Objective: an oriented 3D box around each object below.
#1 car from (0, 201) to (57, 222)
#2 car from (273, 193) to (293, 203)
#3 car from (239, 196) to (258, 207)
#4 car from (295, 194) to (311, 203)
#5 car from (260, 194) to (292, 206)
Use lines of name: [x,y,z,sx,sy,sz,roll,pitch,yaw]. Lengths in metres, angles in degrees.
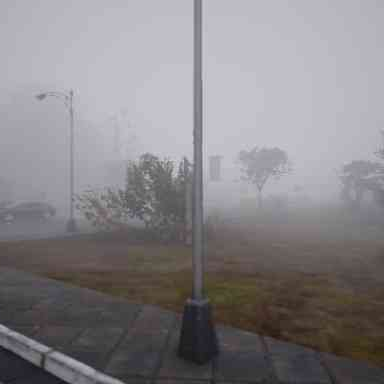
car: [-13.223,1.499,26.260,1.837,1.490,4.892,0,0,39]
car: [16.044,1.017,58.265,2.128,1.511,4.902,0,1,31]
car: [8.594,1.260,47.632,1.882,1.535,5.008,0,1,38]
car: [18.763,1.028,56.021,2.128,1.511,4.902,0,1,31]
car: [11.528,1.130,45.719,2.097,1.767,4.553,0,1,38]
